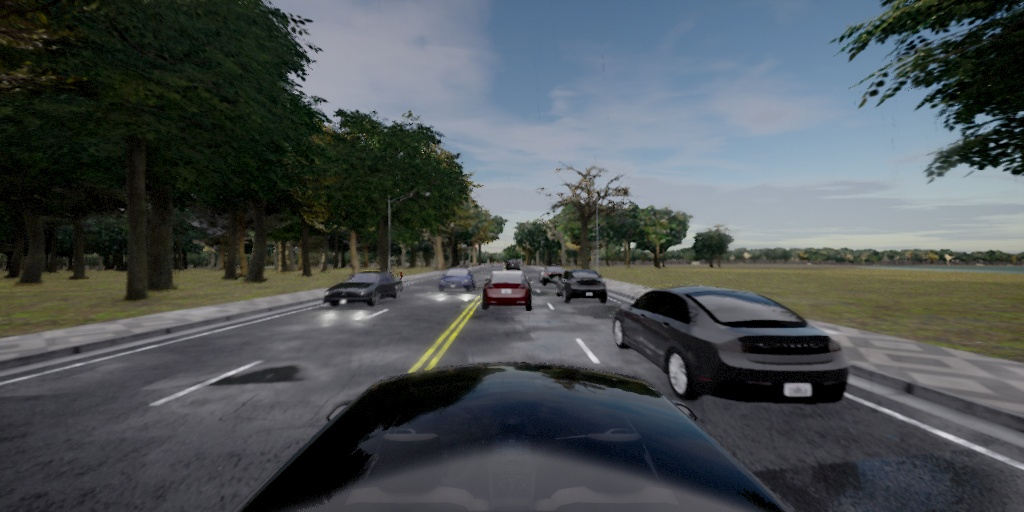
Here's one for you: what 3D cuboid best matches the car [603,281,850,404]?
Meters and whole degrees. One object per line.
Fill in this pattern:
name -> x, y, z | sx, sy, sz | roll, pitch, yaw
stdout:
car -> 3.251, 1.295, 6.503 | 1.837, 1.490, 4.892 | 0, 0, 0

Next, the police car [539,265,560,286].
police car -> 3.255, 1.502, 28.505 | 2.038, 1.542, 4.974 | 0, -1, 0

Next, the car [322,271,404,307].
car -> -6.600, 1.428, 16.670 | 2.033, 1.411, 5.357 | 0, -1, 0

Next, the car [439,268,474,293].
car -> -3.345, 1.462, 22.587 | 1.812, 1.442, 4.674 | 0, -1, 0

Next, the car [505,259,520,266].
car -> 0.108, 1.548, 55.637 | 2.150, 2.045, 5.566 | 0, -1, 0

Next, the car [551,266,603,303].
car -> 3.253, 1.392, 17.504 | 1.837, 1.490, 4.892 | 0, -1, 0

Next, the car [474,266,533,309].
car -> -0.165, 1.374, 15.595 | 2.163, 1.488, 4.792 | 0, 0, 1
